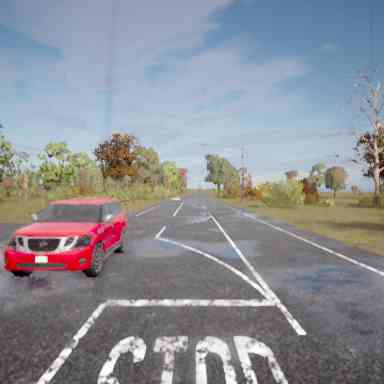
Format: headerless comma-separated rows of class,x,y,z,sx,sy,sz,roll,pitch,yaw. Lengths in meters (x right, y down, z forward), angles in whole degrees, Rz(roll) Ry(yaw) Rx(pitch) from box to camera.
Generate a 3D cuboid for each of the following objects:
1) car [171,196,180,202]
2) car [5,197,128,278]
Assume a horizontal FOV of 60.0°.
car,-3.514,1.506,70.789,1.895,1.301,4.718,0,0,0
car,-3.505,1.205,10.509,2.150,2.045,5.566,0,0,0
